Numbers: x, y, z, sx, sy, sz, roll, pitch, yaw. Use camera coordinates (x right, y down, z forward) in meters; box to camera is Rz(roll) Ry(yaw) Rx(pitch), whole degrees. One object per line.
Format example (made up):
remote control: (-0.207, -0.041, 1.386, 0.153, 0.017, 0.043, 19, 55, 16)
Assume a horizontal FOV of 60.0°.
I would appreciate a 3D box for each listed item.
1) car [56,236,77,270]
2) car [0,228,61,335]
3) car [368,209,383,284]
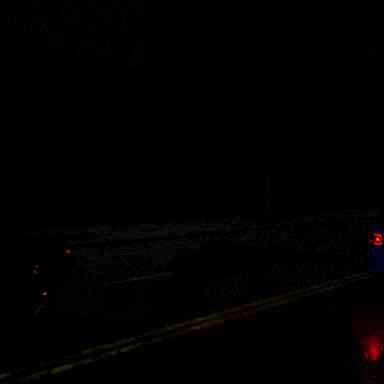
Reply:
car: (-5.560, 1.548, 7.702, 5.357, 1.411, 2.033, 0, 0, -36)
car: (-4.600, 1.499, 4.393, 4.902, 1.511, 2.128, 0, 0, -35)
car: (6.508, 1.182, 8.080, 5.566, 2.045, 2.150, 0, 0, -35)
